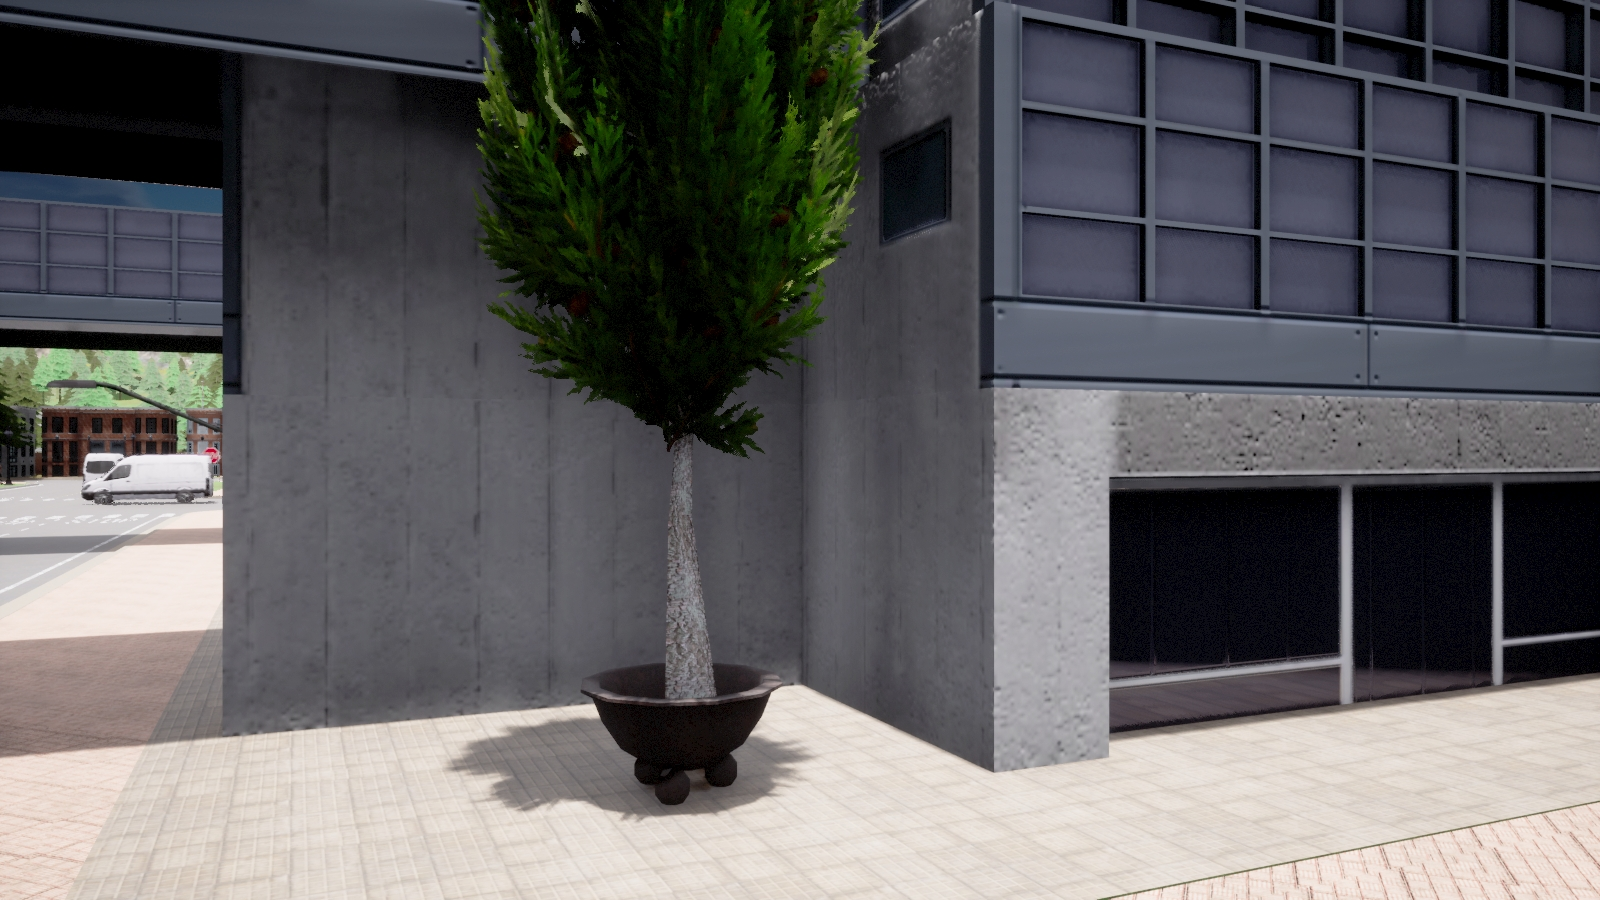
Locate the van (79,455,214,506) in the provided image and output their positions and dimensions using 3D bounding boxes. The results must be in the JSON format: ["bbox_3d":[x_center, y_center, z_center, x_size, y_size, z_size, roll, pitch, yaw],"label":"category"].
[{"bbox_3d":[-33.722,1.534,59.162,5.915,2.561,1.988,0,0,-23],"label":"van"}]
